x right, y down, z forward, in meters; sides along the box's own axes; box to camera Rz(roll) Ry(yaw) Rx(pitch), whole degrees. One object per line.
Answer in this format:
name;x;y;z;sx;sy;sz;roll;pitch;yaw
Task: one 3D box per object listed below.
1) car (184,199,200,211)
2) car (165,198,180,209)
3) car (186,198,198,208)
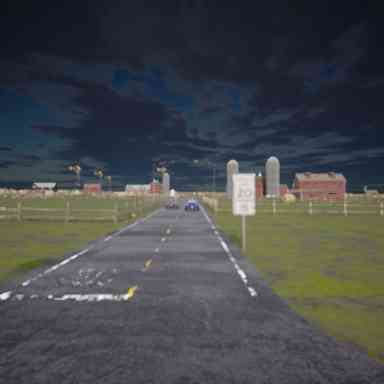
car;0.010;1.619;42.437;1.812;1.442;4.674;0;0;0
car;-2.741;1.609;47.473;1.837;1.490;4.892;0;0;0
car;0.011;1.717;52.504;1.895;1.301;4.718;0;0;0
